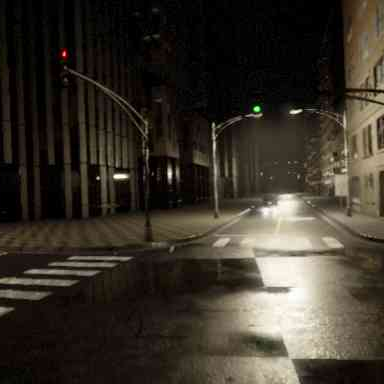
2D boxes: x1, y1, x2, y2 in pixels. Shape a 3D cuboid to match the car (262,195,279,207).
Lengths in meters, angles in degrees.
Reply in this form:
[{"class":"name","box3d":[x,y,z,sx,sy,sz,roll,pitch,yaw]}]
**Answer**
[{"class":"car","box3d":[10.037,1.140,42.509,2.128,1.511,4.902,-2,0,16]}]
